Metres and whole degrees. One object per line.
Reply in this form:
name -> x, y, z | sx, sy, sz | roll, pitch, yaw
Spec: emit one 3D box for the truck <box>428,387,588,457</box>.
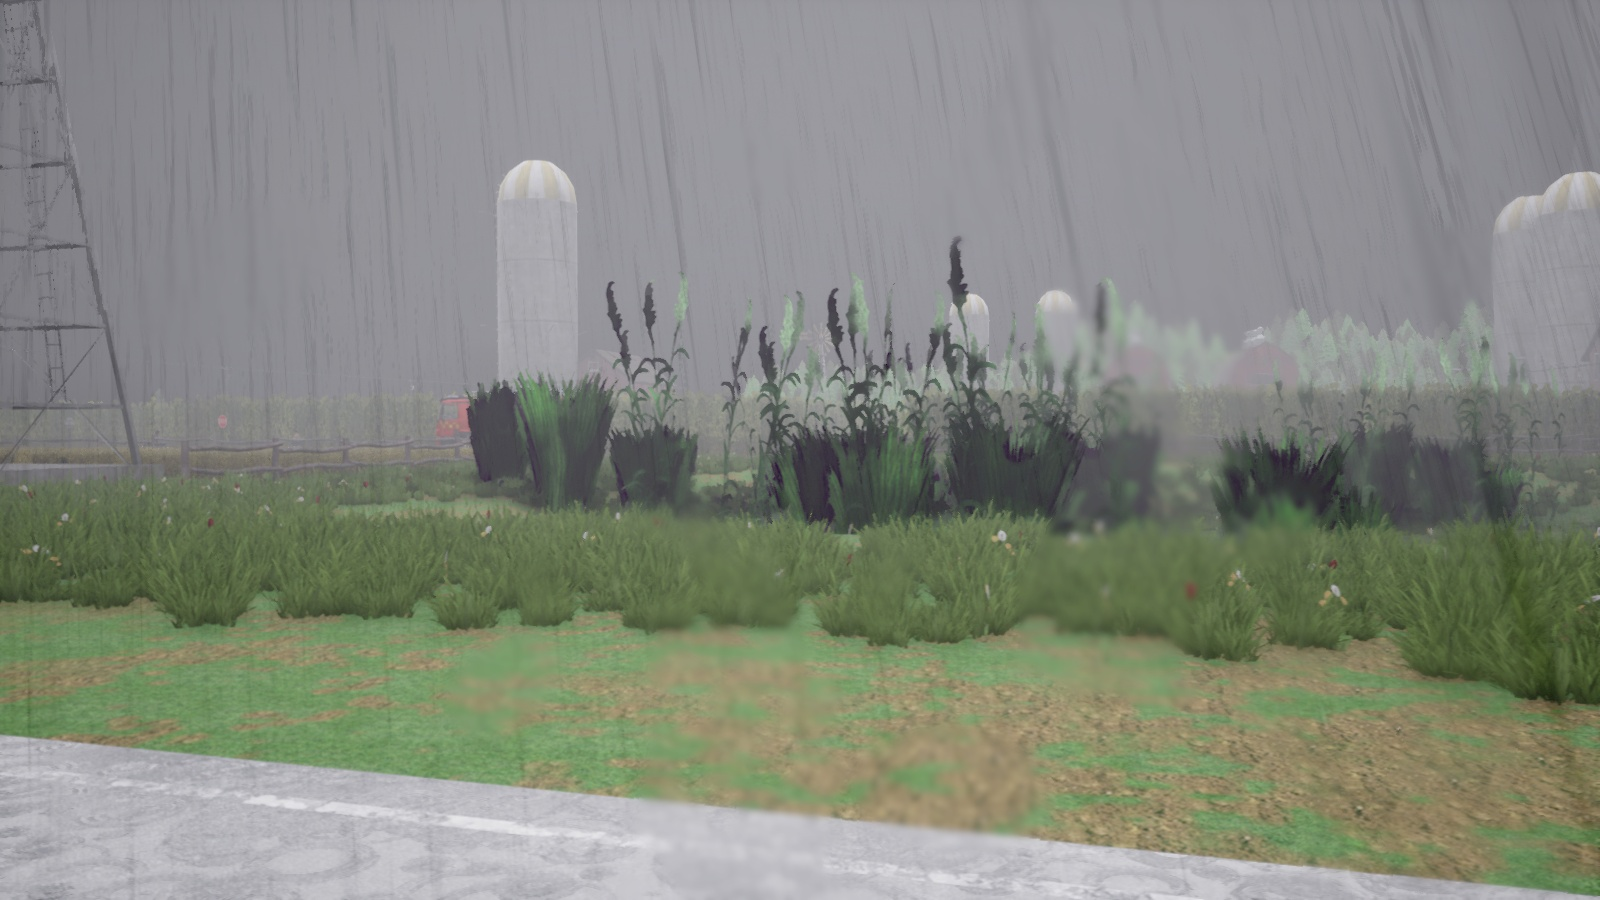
truck -> -16.638, -1.610, 71.712 | 8.468, 3.827, 2.891 | 1, 1, 13
